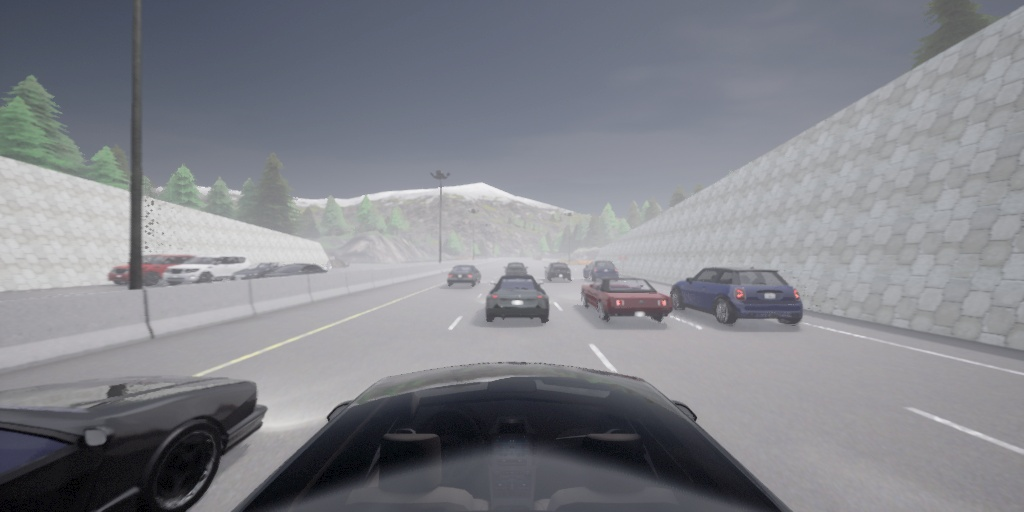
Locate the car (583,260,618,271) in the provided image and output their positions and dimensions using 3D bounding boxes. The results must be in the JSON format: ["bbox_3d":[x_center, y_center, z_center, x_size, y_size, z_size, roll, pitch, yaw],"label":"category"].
[{"bbox_3d":[7.323,1.151,29.955,2.097,1.767,4.553,0,0,0],"label":"car"}]

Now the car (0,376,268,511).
[{"bbox_3d":[-3.415,1.286,1.135,2.033,1.411,5.357,0,0,0],"label":"car"}]

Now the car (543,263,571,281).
[{"bbox_3d":[3.824,1.294,30.289,1.837,1.490,4.892,0,0,0],"label":"car"}]

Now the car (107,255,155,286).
[{"bbox_3d":[-24.373,0.920,25.034,2.150,2.045,5.566,0,0,1],"label":"car"}]

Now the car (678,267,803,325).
[{"bbox_3d":[7.175,1.134,12.075,2.097,1.767,4.553,0,0,0],"label":"car"}]

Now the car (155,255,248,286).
[{"bbox_3d":[-20.874,0.931,25.020,2.150,2.045,5.566,0,0,1],"label":"car"}]

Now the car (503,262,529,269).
[{"bbox_3d":[0.325,1.283,30.305,1.837,1.490,4.892,0,0,0],"label":"car"}]

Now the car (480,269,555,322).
[{"bbox_3d":[0.177,1.325,12.395,1.994,1.385,4.181,0,0,0],"label":"car"}]

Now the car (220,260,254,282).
[{"bbox_3d":[-17.369,1.211,25.328,2.128,1.511,4.902,0,0,1],"label":"car"}]

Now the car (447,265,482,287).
[{"bbox_3d":[-3.220,1.309,24.834,2.033,1.411,5.357,0,0,0],"label":"car"}]

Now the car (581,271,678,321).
[{"bbox_3d":[3.678,1.372,12.455,1.895,1.301,4.718,0,0,0],"label":"car"}]

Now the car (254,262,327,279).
[{"bbox_3d":[-13.899,1.234,23.252,1.837,1.490,4.892,0,-1,1],"label":"car"}]
